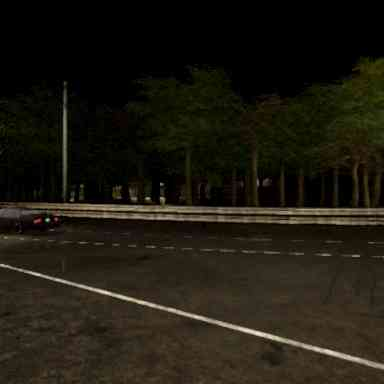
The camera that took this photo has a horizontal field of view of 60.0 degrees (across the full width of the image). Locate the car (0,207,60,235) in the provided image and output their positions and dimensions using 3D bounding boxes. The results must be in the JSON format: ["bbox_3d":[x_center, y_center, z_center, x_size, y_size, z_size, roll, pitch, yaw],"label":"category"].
[{"bbox_3d":[-9.979,1.536,18.624,5.357,1.411,2.033,0,0,22],"label":"car"}]
